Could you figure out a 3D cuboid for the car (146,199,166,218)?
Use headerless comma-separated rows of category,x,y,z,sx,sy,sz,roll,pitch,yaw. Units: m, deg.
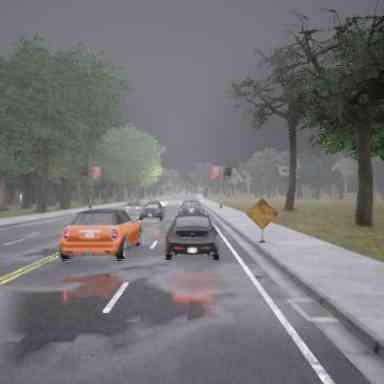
car,-3.286,1.641,28.490,1.812,1.442,4.674,0,0,0

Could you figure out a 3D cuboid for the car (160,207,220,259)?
car,0.024,1.555,12.755,1.837,1.490,4.892,0,0,0

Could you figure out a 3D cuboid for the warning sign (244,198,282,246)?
warning sign,2.822,1.167,13.390,1.300,1.860,1.060,0,-1,0

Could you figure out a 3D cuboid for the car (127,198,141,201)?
car,-10.134,1.754,58.178,1.837,1.490,4.892,0,0,0

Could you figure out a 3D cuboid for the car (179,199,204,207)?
car,-0.039,1.463,27.677,2.097,1.767,4.553,0,0,0

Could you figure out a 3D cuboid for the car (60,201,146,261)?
car,-3.225,1.400,12.666,2.097,1.767,4.553,0,0,0
